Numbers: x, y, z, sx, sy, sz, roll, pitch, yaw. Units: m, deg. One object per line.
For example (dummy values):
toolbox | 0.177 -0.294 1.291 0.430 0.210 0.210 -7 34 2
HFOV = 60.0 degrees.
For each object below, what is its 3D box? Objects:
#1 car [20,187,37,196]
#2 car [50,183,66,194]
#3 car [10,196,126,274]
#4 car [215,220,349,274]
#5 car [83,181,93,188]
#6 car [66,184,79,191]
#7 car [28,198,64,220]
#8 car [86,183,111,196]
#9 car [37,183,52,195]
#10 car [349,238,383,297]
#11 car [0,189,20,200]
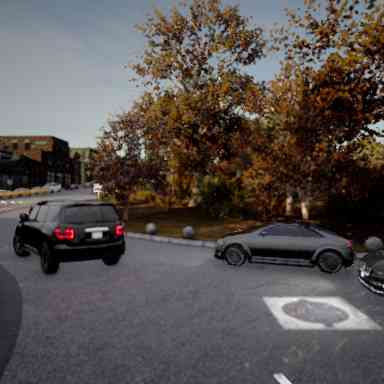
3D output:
car | -29.211 0.071 56.801 1.946 1.575 5.366 0 3 2
car | -28.798 -0.805 68.096 2.435 2.045 5.566 0 3 2
car | -4.250 1.279 11.140 2.150 2.045 5.566 0 0 -39
car | 2.846 1.607 10.572 4.181 1.385 1.994 0 0 21
car | -27.999 -1.780 90.196 2.231 1.521 4.892 0 3 2
car | -28.404 -1.137 79.134 2.163 1.488 4.792 0 3 2
car | -12.982 1.458 29.964 1.882 1.535 5.008 0 2 -10
car | -17.340 -0.326 61.908 2.097 1.767 4.553 0 3 2
car | -29.011 -0.235 62.314 1.946 1.575 5.366 0 3 2
car | 6.056 1.539 6.649 4.892 1.490 1.837 0 0 13
car | -29.420 0.380 51.291 1.946 1.575 5.366 0 3 2
